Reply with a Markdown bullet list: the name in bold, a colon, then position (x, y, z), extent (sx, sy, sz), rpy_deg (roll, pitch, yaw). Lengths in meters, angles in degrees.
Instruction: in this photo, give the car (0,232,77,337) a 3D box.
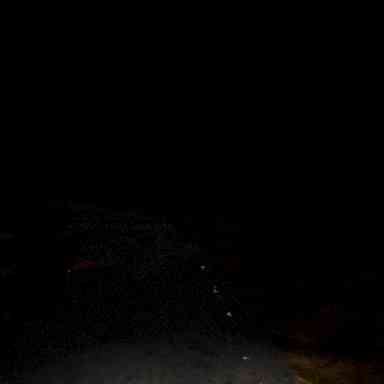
- **car**: position (-3.915, 1.592, 6.967), extent (2.033, 1.411, 5.357), rpy_deg (0, 0, -4)
